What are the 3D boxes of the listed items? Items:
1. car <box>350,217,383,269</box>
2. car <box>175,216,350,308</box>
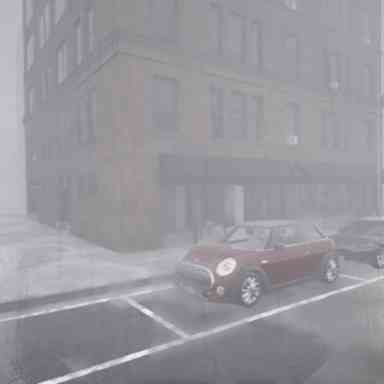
[{"bbox_3d":[6.070,1.522,10.993,4.313,1.339,1.947,0,-1,-35],"label":"car"},{"bbox_3d":[1.587,1.418,7.796,4.097,1.590,1.967,0,-1,-35],"label":"car"}]
